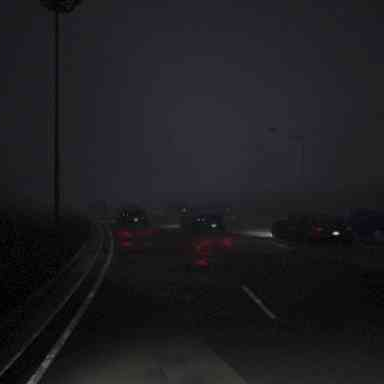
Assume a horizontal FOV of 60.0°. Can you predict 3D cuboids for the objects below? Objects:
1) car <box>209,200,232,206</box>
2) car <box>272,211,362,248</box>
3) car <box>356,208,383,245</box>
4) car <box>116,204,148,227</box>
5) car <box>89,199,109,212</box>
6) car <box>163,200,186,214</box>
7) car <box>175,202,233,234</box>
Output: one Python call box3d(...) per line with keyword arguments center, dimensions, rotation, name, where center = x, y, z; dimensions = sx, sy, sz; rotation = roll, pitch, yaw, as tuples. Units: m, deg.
box3d(center=(2.610, 1.600, 34.836), dimensions=(1.812, 1.442, 4.674), rotation=(0, 0, -22), name="car")
box3d(center=(5.221, 1.589, 14.932), dimensions=(1.994, 1.385, 4.181), rotation=(0, 0, -11), name="car")
box3d(center=(8.635, 1.498, 15.782), dimensions=(1.882, 1.535, 5.008), rotation=(0, 0, -11), name="car")
box3d(center=(-4.330, 1.587, 23.618), dimensions=(1.812, 1.442, 4.674), rotation=(0, 0, -18), name="car")
box3d(center=(-11.602, 1.642, 41.507), dimensions=(1.812, 1.442, 4.674), rotation=(0, 0, -23), name="car")
box3d(center=(-1.709, 1.592, 36.120), dimensions=(1.837, 1.490, 4.892), rotation=(0, 0, -23), name="car")
box3d(center=(0.550, 1.569, 19.582), dimensions=(1.812, 1.442, 4.674), rotation=(0, 0, -15), name="car")
